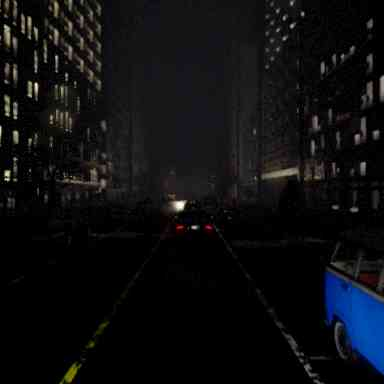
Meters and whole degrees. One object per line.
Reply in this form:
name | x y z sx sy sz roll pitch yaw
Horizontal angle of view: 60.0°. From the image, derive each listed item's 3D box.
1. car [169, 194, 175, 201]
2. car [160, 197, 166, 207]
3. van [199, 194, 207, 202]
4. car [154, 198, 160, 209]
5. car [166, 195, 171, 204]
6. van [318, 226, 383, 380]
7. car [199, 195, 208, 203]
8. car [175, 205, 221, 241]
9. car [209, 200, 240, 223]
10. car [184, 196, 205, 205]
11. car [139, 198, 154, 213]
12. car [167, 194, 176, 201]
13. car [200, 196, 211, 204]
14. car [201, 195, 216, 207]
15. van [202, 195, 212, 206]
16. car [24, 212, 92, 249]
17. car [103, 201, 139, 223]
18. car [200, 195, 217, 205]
car | -5.688 1.720 77.146 2.008 1.369 4.403 -1 0 0
car | -5.690 1.647 54.242 1.752 1.417 4.829 -1 0 0
van | 2.692 1.522 82.828 1.690 1.788 3.998 -1 0 0
car | -5.693 1.537 43.044 1.967 1.590 4.097 -1 0 0
car | -5.689 1.712 65.779 1.947 1.339 4.313 -1 0 0
van | 2.681 1.349 3.258 1.690 1.788 3.998 -1 0 0
car | 2.692 1.610 77.145 1.967 1.590 4.097 -1 0 0
car | 0.101 1.586 16.808 2.033 1.411 5.357 0 0 0
car | 2.686 1.610 25.992 2.008 1.369 4.403 -1 0 0
car | 0.108 1.559 36.047 1.882 1.535 5.008 0 0 0
car | -5.693 1.666 37.360 1.802 1.307 4.206 -1 0 0
car | -5.687 1.519 94.197 2.192 1.841 5.009 -1 0 0
car | 2.691 1.586 65.778 1.967 1.590 4.097 -1 0 0
car | 2.688 1.437 54.411 2.192 1.841 5.009 -1 0 0
van | 2.689 1.475 60.094 1.690 1.788 3.998 -1 0 0
car | -5.696 1.584 14.626 2.008 1.369 4.403 -1 0 0
car | -5.694 1.610 25.993 2.008 1.369 4.403 -1 0 0
car | 2.687 1.425 48.727 2.192 1.841 5.009 -1 0 0
